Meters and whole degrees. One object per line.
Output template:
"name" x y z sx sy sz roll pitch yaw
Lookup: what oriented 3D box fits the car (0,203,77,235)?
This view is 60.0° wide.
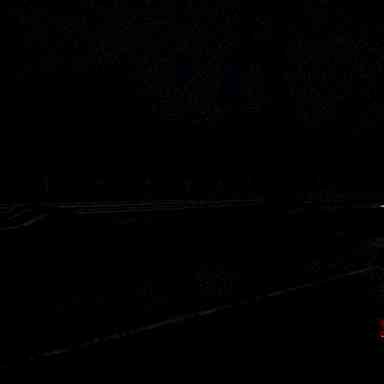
"car" -9.352 1.466 18.796 5.008 1.535 1.882 0 0 -35

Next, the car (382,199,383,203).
"car" 27.087 0.948 43.592 5.357 1.411 2.033 -2 1 -33

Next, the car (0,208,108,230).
"car" -5.517 1.517 12.935 4.674 1.442 1.812 0 0 -35

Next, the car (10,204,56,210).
"car" -7.420 1.467 15.876 5.008 1.535 1.882 0 0 -35

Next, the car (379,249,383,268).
"car" 6.920 1.571 8.609 4.718 1.301 1.895 0 0 -35
